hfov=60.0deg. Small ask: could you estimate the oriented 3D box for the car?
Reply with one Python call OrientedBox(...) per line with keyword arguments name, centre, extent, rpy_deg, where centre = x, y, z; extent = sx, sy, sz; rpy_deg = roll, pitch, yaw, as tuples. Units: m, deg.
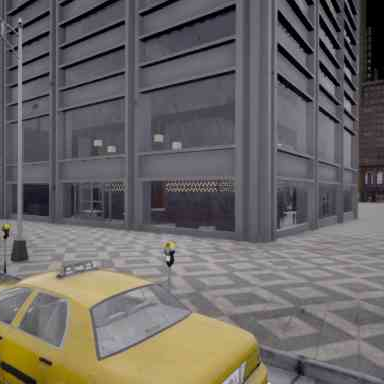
OrientedBox(name="car", centre=(-1.558, 1.525, 4.063), extent=(4.829, 1.417, 1.752), rpy_deg=(0, 0, 35))
